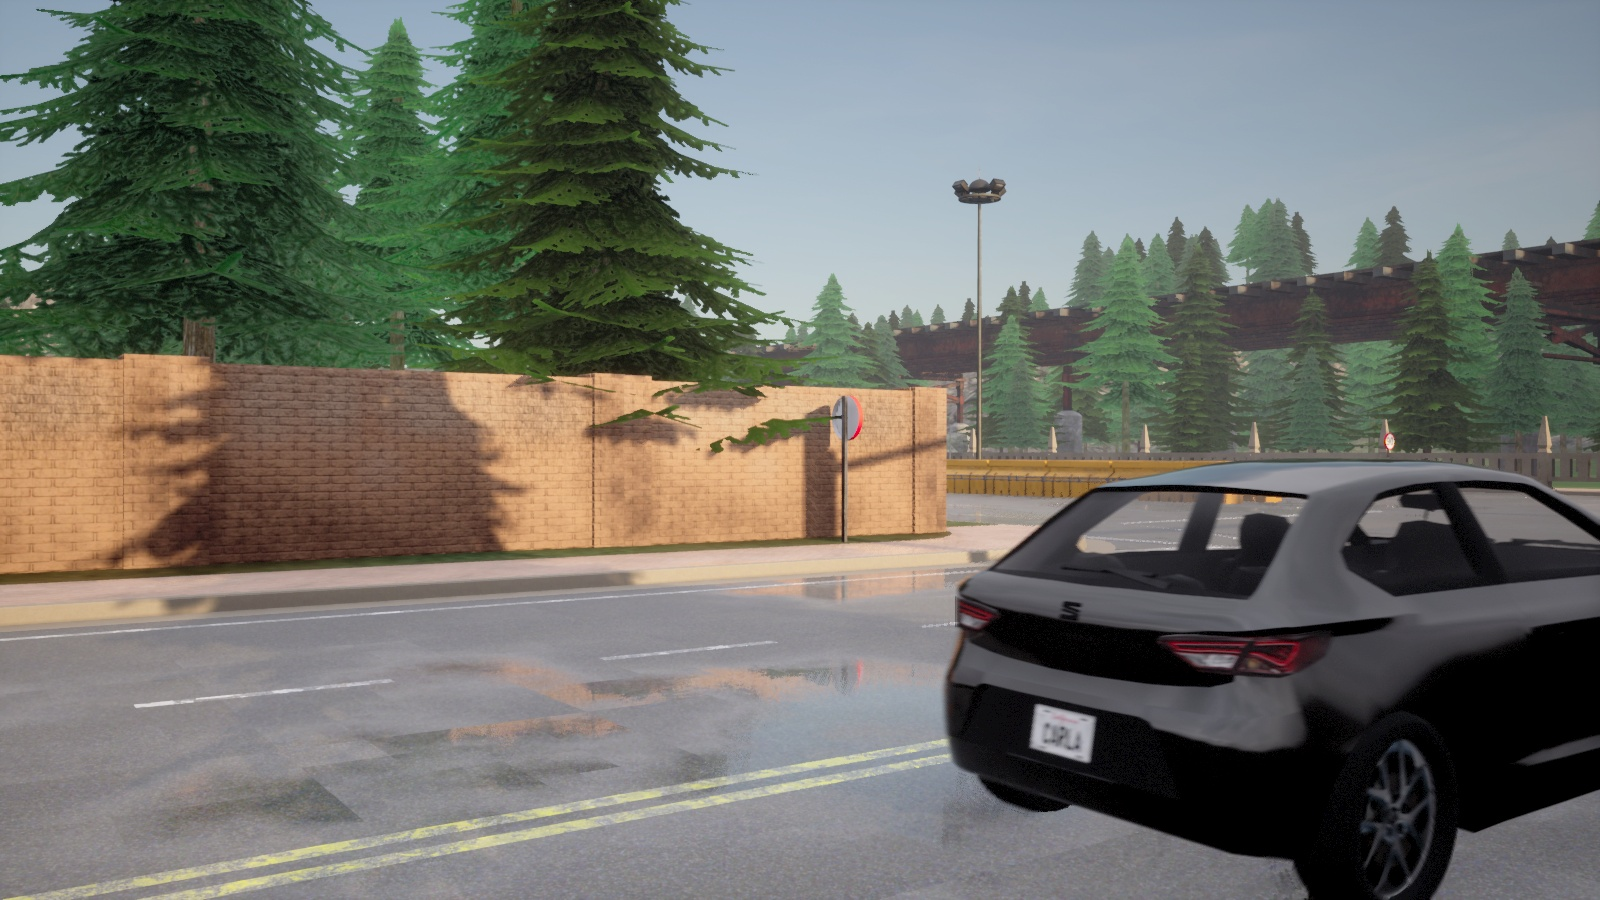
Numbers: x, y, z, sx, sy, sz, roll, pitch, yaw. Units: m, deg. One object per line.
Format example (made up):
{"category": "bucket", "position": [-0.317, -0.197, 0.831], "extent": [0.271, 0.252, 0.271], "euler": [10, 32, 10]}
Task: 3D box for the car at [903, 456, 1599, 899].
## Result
{"category": "car", "position": [2.654, 0.766, 5.508], "extent": [4.193, 1.474, 1.816], "euler": [0, 0, -35]}
